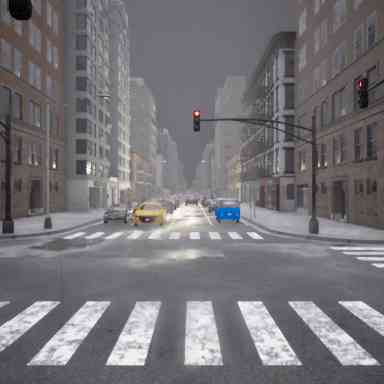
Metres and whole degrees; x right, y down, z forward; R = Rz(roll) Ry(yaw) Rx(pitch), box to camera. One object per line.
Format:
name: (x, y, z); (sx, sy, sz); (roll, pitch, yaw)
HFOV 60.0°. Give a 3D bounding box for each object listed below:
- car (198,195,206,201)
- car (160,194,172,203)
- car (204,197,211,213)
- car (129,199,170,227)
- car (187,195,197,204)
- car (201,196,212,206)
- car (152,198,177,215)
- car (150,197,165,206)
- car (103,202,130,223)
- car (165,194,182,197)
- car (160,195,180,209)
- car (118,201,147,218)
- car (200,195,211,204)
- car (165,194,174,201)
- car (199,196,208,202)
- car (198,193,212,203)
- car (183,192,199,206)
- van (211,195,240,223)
car: (2.545, 1.530, 87.534); (1.947, 1.339, 4.313); (0, 0, 0)
car: (-5.462, 1.292, 70.477); (2.192, 1.841, 5.009); (0, 0, 0)
car: (2.598, 1.580, 36.402); (1.802, 1.307, 4.206); (0, 0, 0)
car: (-2.811, 1.476, 23.043); (1.882, 1.535, 5.008); (0, 0, -1)
car: (-0.069, 1.459, 65.168); (1.882, 1.535, 5.008); (0, 0, 0)
car: (2.586, 1.576, 47.765); (1.802, 1.307, 4.206); (0, 0, 0)
car: (-2.841, 1.562, 33.582); (1.994, 1.385, 4.181); (0, 0, 0)
car: (-5.444, 1.556, 53.432); (1.947, 1.339, 4.313); (0, 0, 0)
car: (-5.415, 1.549, 25.023); (2.008, 1.369, 4.403); (0, 0, 0)
car: (-2.843, 1.484, 50.028); (2.128, 1.511, 4.902); (0, 0, 1)
car: (-2.834, 1.522, 42.673); (1.812, 1.442, 4.674); (0, 0, 1)
car: (-5.421, 1.543, 30.704); (1.887, 1.381, 4.507); (0, 0, 0)
car: (2.569, 1.421, 64.809); (1.967, 1.590, 4.097); (0, 0, 0)
car: (-5.474, 1.409, 81.841); (1.967, 1.590, 4.097); (0, 0, 0)
car: (2.557, 1.524, 76.171); (2.008, 1.369, 4.403); (0, 0, 0)
car: (2.581, 1.305, 53.446); (2.192, 1.841, 5.009); (0, 0, 0)
car: (-0.059, 1.341, 55.136); (2.097, 1.767, 4.553); (0, 0, 0)
van: (2.610, 1.340, 25.040); (1.690, 1.788, 3.998); (0, 0, 0)
